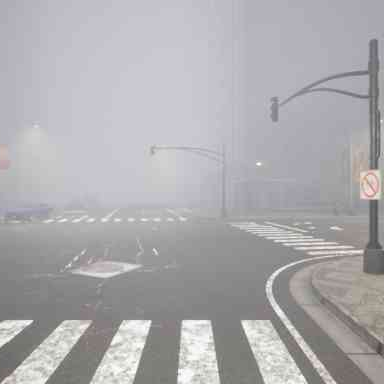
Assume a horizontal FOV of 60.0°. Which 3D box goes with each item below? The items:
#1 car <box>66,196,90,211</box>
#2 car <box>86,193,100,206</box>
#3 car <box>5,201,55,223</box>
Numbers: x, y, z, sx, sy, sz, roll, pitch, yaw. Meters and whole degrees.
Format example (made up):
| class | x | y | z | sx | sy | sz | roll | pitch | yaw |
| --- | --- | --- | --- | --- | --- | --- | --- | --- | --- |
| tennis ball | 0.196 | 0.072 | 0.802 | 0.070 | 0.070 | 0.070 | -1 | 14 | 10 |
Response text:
| class | x | y | z | sx | sy | sz | roll | pitch | yaw |
| --- | --- | --- | --- | --- | --- | --- | --- | --- | --- |
| car | -14.535 | 1.589 | 41.896 | 1.994 | 1.385 | 4.181 | 0 | 0 | -9 |
| car | -16.748 | 1.258 | 55.669 | 2.150 | 2.045 | 5.566 | 0 | 0 | -9 |
| car | -12.487 | 1.487 | 25.900 | 1.882 | 1.535 | 5.008 | 0 | 0 | 1 |
